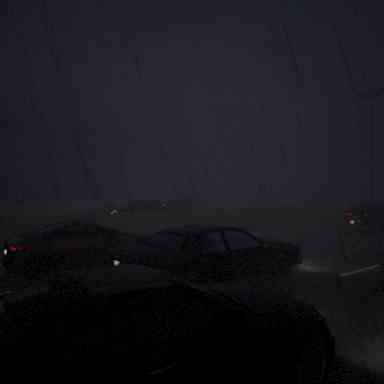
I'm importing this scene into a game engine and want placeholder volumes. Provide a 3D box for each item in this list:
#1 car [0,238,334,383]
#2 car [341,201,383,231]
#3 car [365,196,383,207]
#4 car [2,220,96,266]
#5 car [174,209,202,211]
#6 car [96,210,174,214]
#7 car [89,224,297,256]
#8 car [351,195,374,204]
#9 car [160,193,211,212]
[{"bbox_3d":[-0.503,1.521,3.387,4.674,1.442,1.812,0,0,-35],"label":"car"},{"bbox_3d":[11.015,1.436,20.187,4.892,1.490,1.837,0,0,-35],"label":"car"},{"bbox_3d":[27.858,1.355,49.565,4.674,1.442,1.812,0,0,-35],"label":"car"},{"bbox_3d":[-3.289,1.554,9.997,4.181,1.385,1.994,0,0,-35],"label":"car"},{"bbox_3d":[-1.677,1.293,32.877,4.553,1.767,2.097,0,0,-35],"label":"car"},{"bbox_3d":[-3.885,1.318,22.710,4.553,1.767,2.097,0,0,-35],"label":"car"},{"bbox_3d":[0.465,1.530,8.373,5.357,1.411,2.033,0,0,-35],"label":"car"},{"bbox_3d":[30.997,1.325,60.382,4.674,1.442,1.812,0,0,-36],"label":"car"},{"bbox_3d":[-0.705,1.153,37.868,5.566,2.045,2.150,0,0,-35],"label":"car"}]
